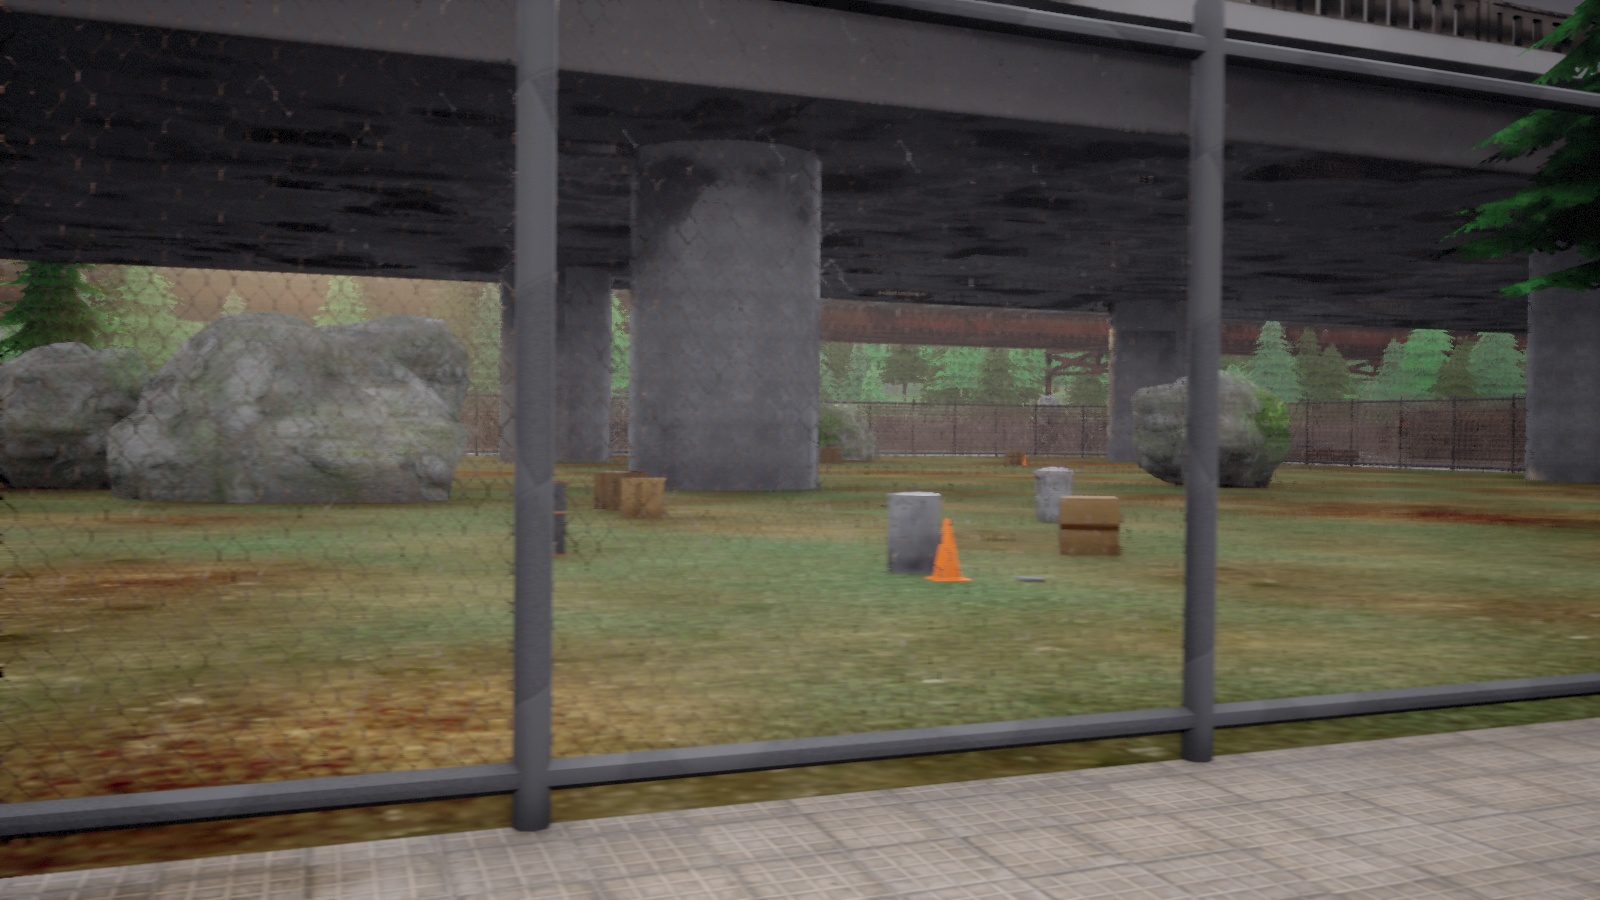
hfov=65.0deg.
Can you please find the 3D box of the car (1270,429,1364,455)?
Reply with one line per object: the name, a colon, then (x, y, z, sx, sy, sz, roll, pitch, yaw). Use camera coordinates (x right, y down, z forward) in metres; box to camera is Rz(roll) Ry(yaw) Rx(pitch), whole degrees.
car: (27.381, -0.426, 66.628, 1.895, 1.301, 4.718, -1, 1, -21)
